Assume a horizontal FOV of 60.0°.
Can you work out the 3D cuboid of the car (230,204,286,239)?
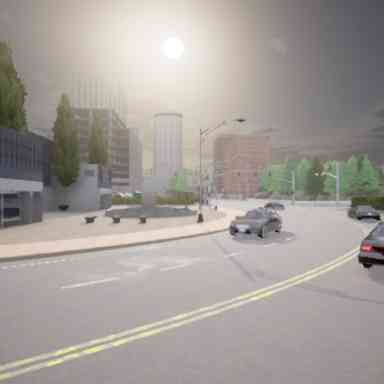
[{"bbox_3d":[3.798,1.706,19.083,2.128,1.511,4.902,0,-1,31],"label":"car"}]

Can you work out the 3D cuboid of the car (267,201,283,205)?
[{"bbox_3d":[12.790,2.121,51.463,2.033,1.411,5.357,0,-1,-3],"label":"car"}]

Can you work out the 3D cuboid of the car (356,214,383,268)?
[{"bbox_3d":[6.976,1.673,11.049,2.033,1.411,5.357,0,-1,39],"label":"car"}]

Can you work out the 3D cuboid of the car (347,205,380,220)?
[{"bbox_3d":[16.024,1.913,31.228,1.994,1.385,4.181,0,-1,11],"label":"car"}]
